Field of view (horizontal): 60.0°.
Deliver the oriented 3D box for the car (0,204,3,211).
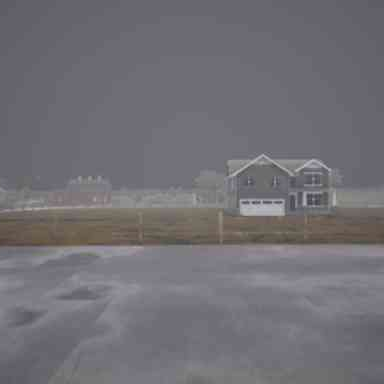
[{"bbox_3d":[-35.900,2.643,59.433,1.882,1.535,5.008,0,-1,0],"label":"car"}]
